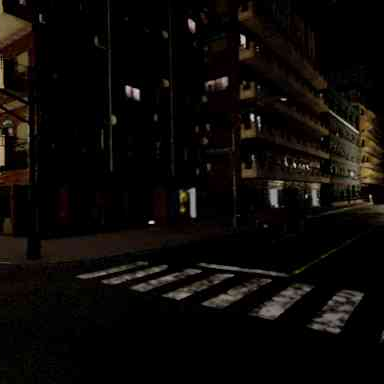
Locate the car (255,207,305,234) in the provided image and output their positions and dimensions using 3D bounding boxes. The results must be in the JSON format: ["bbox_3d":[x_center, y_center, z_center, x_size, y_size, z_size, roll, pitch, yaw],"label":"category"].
[{"bbox_3d":[5.316,1.597,19.879,1.887,1.381,4.507,-2,-1,36],"label":"car"}]

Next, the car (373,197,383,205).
[{"bbox_3d":[30.933,1.426,54.568,1.947,1.339,4.313,-2,-1,36],"label":"car"}]
